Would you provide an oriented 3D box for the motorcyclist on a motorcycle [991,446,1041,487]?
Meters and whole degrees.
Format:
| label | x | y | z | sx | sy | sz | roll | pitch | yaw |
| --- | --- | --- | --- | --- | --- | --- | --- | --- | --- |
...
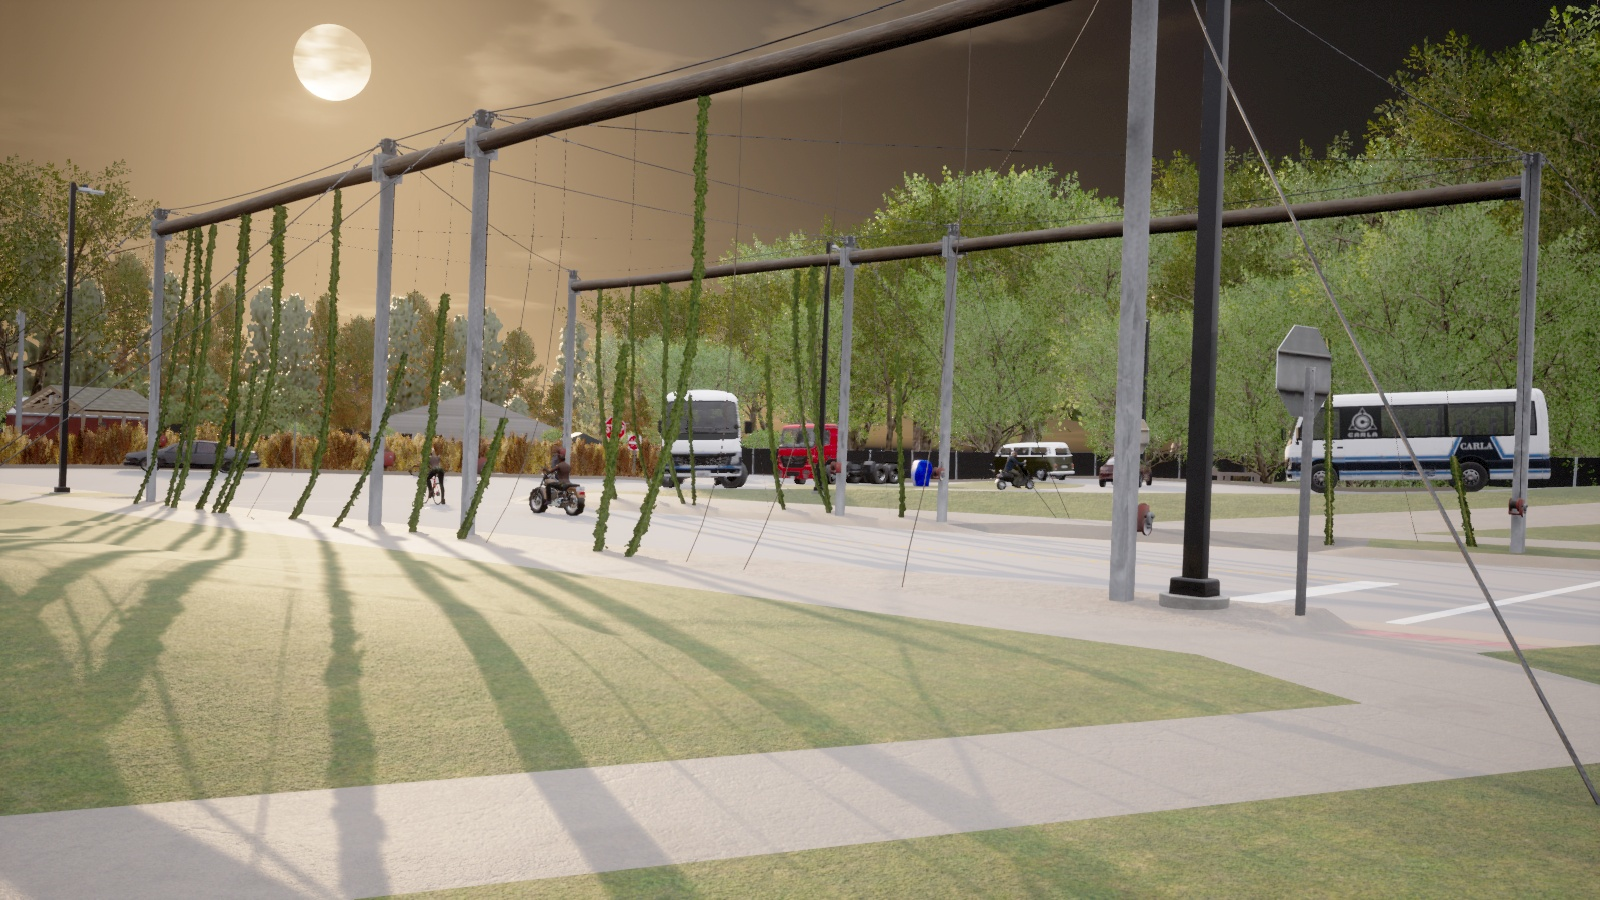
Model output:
| label | x | y | z | sx | sy | sz | roll | pitch | yaw |
| --- | --- | --- | --- | --- | --- | --- | --- | --- | --- |
| motorcyclist on a motorcycle | 8.830 | 0.662 | 51.334 | 1.817 | 1.590 | 0.866 | -1 | 0 | -19 |

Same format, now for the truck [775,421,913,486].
| label | x | y | z | sx | sy | sz | roll | pitch | yaw |
| --- | --- | --- | --- | --- | --- | --- | --- | --- | --- |
| truck | 2.548 | 0.159 | 70.161 | 7.936 | 3.462 | 2.891 | -1 | 0 | -43 |

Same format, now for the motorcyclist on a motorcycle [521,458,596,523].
| label | x | y | z | sx | sy | sz | roll | pitch | yaw |
| --- | --- | --- | --- | --- | --- | --- | --- | --- | --- |
| motorcyclist on a motorcycle | -6.377 | 1.052 | 33.081 | 2.350 | 1.649 | 0.766 | -1 | -1 | 45 |

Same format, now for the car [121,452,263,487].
| label | x | y | z | sx | sy | sz | roll | pitch | yaw |
| --- | --- | --- | --- | --- | --- | --- | --- | --- | --- |
| car | -26.280 | 0.838 | 54.532 | 5.357 | 1.411 | 2.033 | 1 | 1 | -20 |

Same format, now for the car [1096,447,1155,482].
| label | x | y | z | sx | sy | sz | roll | pitch | yaw |
| --- | --- | --- | --- | --- | --- | --- | --- | --- | --- |
| car | 14.995 | 0.635 | 57.642 | 1.812 | 1.442 | 4.674 | -1 | 0 | 24 |

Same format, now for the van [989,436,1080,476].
| label | x | y | z | sx | sy | sz | roll | pitch | yaw |
| --- | --- | --- | --- | --- | --- | --- | --- | --- | --- |
| van | 12.529 | 0.346 | 67.313 | 2.069 | 2.038 | 4.480 | -2 | 1 | -38 |

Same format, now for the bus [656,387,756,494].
| label | x | y | z | sx | sy | sz | roll | pitch | yaw |
| --- | --- | --- | --- | --- | --- | --- | --- | --- | --- |
| bus | -4.406 | -0.376 | 56.338 | 3.944 | 4.253 | 10.273 | -2 | 0 | -7 |

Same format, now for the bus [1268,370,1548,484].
| label | x | y | z | sx | sy | sz | roll | pitch | yaw |
| --- | --- | --- | --- | --- | --- | --- | --- | --- | --- |
| bus | 25.671 | -0.868 | 53.713 | 10.273 | 4.253 | 3.944 | -2 | -1 | 23 |
